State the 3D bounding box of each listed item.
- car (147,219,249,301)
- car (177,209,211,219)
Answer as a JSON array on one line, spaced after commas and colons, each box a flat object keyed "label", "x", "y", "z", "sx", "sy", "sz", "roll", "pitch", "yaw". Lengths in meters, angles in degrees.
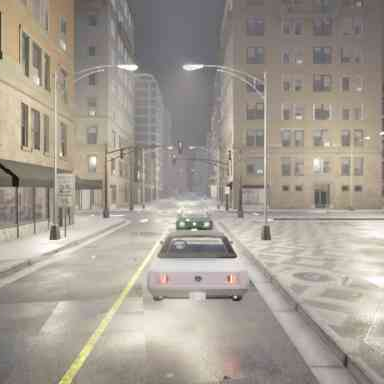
[{"label": "car", "x": 0.109, "y": 1.601, "z": 8.262, "sx": 1.895, "sy": 1.301, "sz": 4.718, "roll": 0, "pitch": 0, "yaw": 0}, {"label": "car", "x": 0.121, "y": 1.600, "z": 18.497, "sx": 1.895, "sy": 1.301, "sz": 4.718, "roll": 0, "pitch": 0, "yaw": 0}]
